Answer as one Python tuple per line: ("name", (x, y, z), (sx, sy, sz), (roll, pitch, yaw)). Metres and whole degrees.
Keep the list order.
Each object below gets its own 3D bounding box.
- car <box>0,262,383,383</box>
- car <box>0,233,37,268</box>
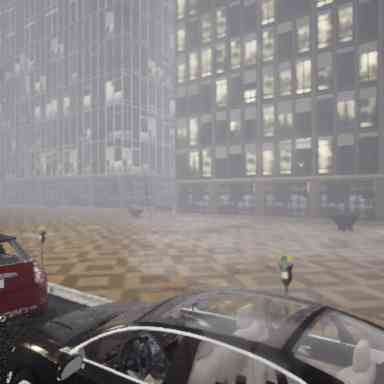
("car", (0.129, 1.542, 2.788), (4.403, 1.369, 2.008), (0, 0, 35))
("car", (-4.508, 1.402, 6.082), (4.097, 1.590, 1.967), (0, 0, 35))
